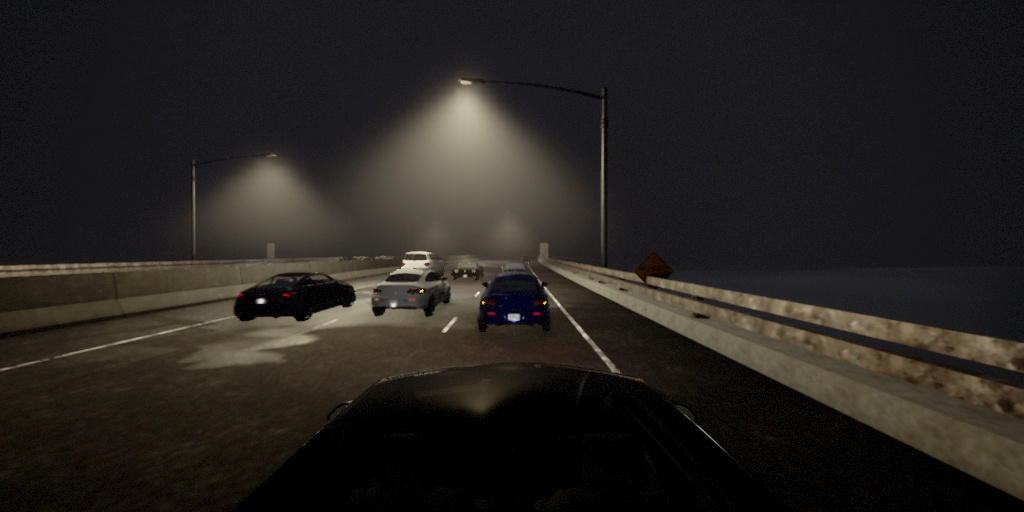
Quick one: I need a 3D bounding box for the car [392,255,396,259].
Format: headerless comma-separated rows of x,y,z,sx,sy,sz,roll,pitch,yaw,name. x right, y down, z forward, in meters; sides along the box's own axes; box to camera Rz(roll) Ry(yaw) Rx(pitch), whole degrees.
-16.734,0.595,53.606,2.097,1.767,4.553,0,0,2,car

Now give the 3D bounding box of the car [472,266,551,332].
0.080,1.184,10.401,1.812,1.442,4.674,0,1,1,car

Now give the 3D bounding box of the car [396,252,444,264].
-6.716,0.710,27.578,2.150,2.045,5.566,0,1,1,car

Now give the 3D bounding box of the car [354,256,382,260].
-20.291,0.749,52.005,2.128,1.511,4.902,0,1,2,car

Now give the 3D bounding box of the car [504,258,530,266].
0.221,1.061,24.867,2.033,1.411,5.357,0,1,1,car

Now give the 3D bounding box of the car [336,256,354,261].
-23.785,0.749,52.140,2.128,1.511,4.902,0,1,2,car

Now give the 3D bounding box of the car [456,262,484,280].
-3.222,1.091,27.227,1.895,1.301,4.718,0,1,1,car

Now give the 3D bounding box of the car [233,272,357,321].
-6.897,1.205,11.907,1.994,1.385,4.181,0,0,1,car

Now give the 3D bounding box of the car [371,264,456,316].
-3.386,1.162,12.654,1.812,1.442,4.674,0,0,1,car

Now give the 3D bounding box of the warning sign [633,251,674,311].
4.586,0.762,11.604,1.300,1.860,1.060,0,0,0,warning sign
